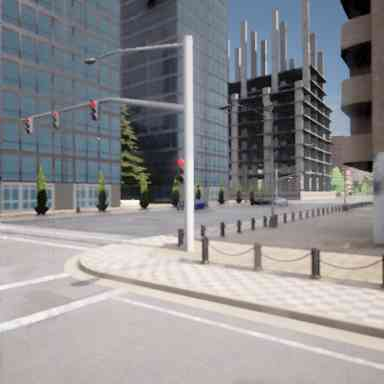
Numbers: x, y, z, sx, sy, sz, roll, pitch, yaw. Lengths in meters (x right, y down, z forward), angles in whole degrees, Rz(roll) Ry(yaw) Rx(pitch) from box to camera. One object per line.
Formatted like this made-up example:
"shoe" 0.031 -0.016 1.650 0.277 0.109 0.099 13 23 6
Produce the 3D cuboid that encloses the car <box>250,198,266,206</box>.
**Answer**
"car" 11.711 1.749 57.131 1.895 1.301 4.718 -1 0 36

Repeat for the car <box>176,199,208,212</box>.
"car" 0.077 1.602 41.048 1.882 1.535 5.008 -1 0 36

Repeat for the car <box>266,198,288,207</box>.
"car" 14.381 1.646 54.858 1.812 1.442 4.674 -1 -1 36
